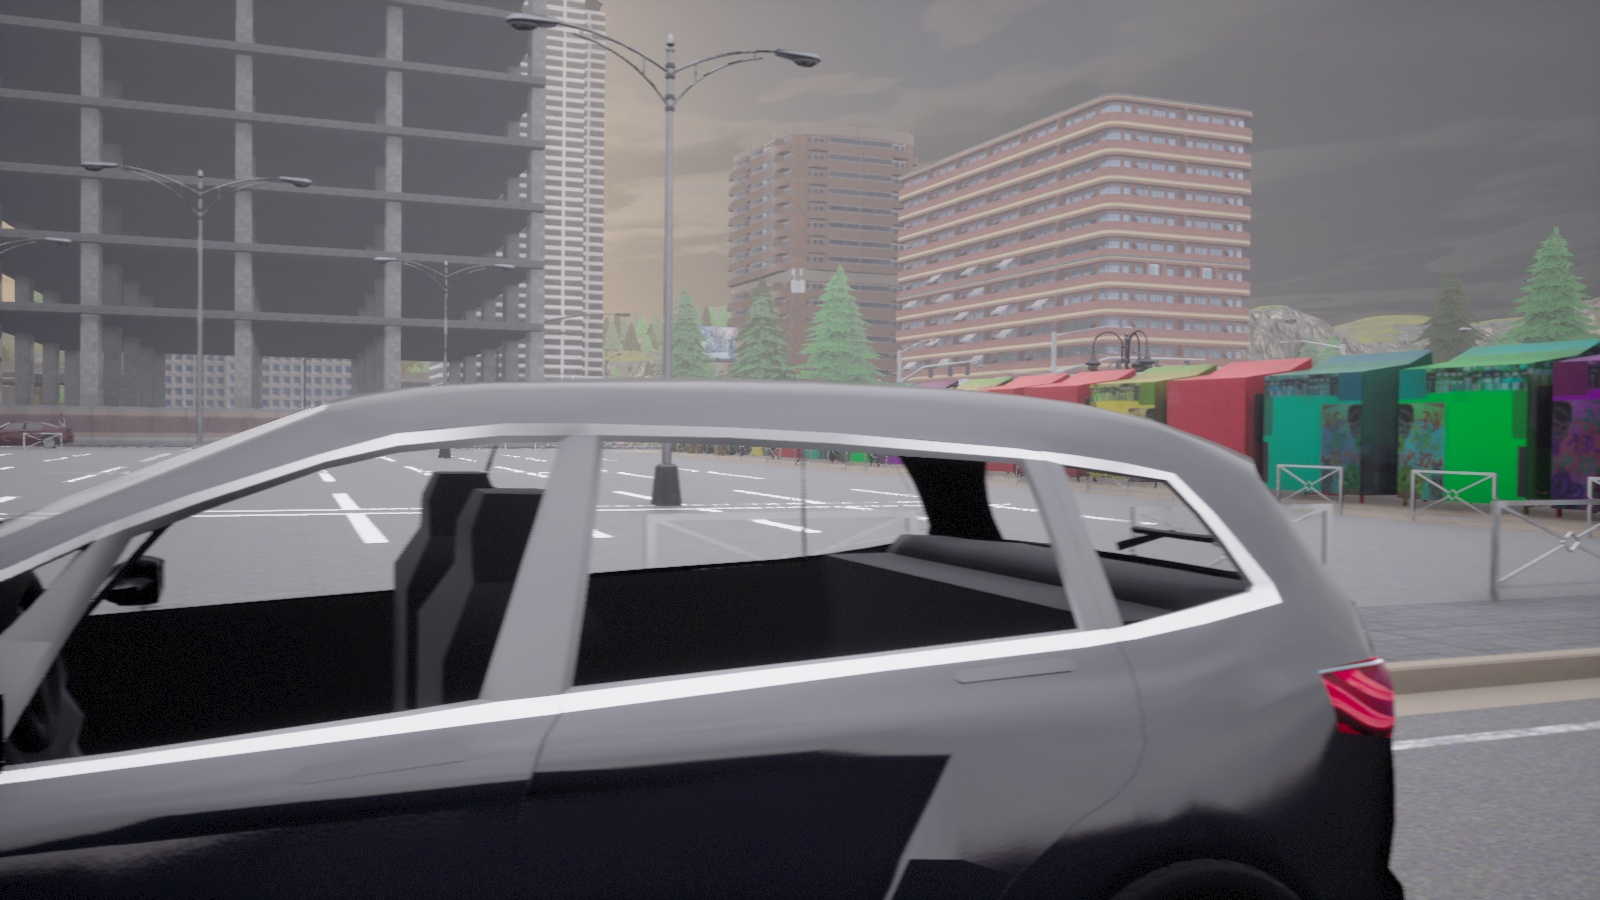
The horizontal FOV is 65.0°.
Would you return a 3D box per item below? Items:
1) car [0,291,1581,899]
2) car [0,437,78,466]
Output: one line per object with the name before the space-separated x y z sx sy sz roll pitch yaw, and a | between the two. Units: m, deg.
car | -0.892 0.606 2.899 4.611 1.667 2.242 -1 1 -21
car | -42.106 0.069 68.028 5.008 1.535 1.882 -1 1 -23
